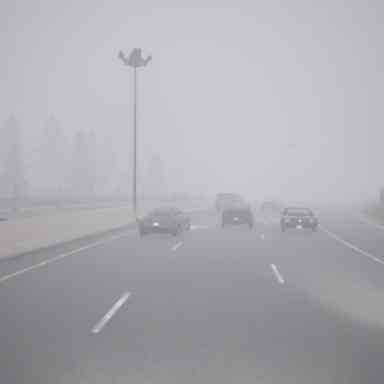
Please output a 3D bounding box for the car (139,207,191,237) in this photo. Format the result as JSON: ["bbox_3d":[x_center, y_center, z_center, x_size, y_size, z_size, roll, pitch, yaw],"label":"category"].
[{"bbox_3d":[-1.343,1.496,17.835,1.994,1.385,4.181,0,0,11],"label":"car"}]

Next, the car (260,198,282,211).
[{"bbox_3d":[9.304,1.417,38.610,1.812,1.442,4.674,0,0,25],"label":"car"}]

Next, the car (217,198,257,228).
[{"bbox_3d":[3.157,1.409,21.839,1.882,1.535,5.008,0,0,14],"label":"car"}]

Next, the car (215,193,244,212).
[{"bbox_3d":[4.181,1.107,35.800,2.150,2.045,5.566,0,0,22],"label":"car"}]

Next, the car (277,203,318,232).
[{"bbox_3d":[6.229,1.549,19.840,1.895,1.301,4.718,0,0,13],"label":"car"}]

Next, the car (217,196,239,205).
[{"bbox_3d":[5.887,1.389,54.278,1.994,1.385,4.181,0,0,33],"label":"car"}]

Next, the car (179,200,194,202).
[{"bbox_3d":[0.189,1.381,51.610,1.994,1.385,4.181,0,0,30],"label":"car"}]
